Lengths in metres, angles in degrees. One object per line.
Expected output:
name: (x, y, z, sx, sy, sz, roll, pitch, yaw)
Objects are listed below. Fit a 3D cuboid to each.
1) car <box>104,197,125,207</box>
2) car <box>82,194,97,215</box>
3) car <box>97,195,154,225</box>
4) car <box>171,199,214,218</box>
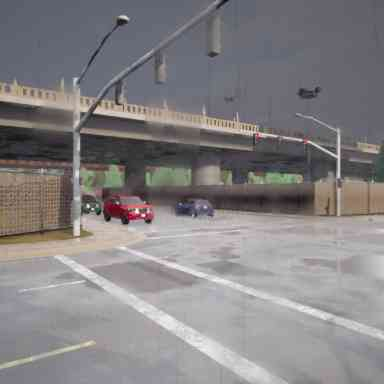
car: (-12.765, 1.619, 54.633, 1.994, 1.385, 4.181, 0, 0, -36)
car: (-11.012, 1.276, 33.802, 2.150, 2.045, 5.566, 0, 0, -36)
car: (-4.979, 1.277, 25.371, 2.150, 2.045, 5.566, 0, 0, -36)
car: (-0.040, 1.407, 30.840, 2.097, 1.767, 4.553, 0, 0, -36)
